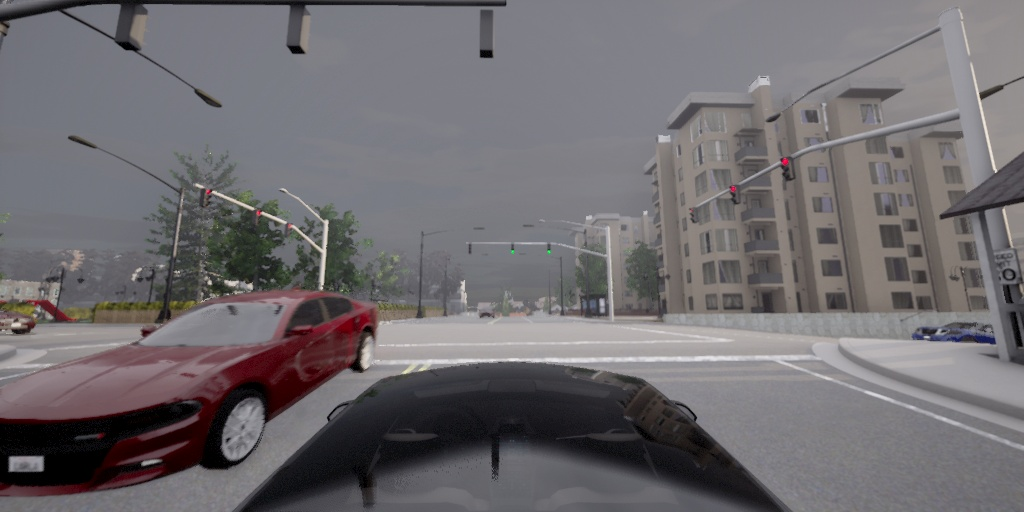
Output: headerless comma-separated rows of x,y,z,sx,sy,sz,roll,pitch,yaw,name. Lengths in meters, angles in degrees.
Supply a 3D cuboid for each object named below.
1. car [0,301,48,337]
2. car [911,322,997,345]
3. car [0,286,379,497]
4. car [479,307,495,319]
-23.500,2.694,15.320,4.674,1.442,1.812,0,-9,-1,car
25.328,4.602,19.466,5.566,2.045,2.150,11,-9,1,car
-3.552,1.260,5.098,1.882,1.535,5.008,0,-1,-1,car
-3.529,7.952,50.729,2.097,1.767,4.553,0,-10,0,car
